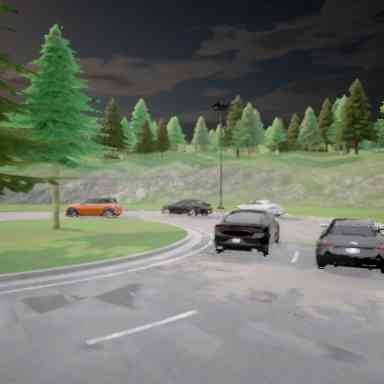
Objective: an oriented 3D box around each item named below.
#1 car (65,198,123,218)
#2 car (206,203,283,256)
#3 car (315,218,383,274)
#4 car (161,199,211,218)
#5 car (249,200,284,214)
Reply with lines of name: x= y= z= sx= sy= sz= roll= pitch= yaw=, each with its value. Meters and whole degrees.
car: x=-8.253 y=1.252 z=27.973 sx=4.553 sy=1.767 sz=2.097 roll=0 pitch=1 yaw=5
car: x=2.294 y=1.423 z=13.159 sx=1.882 sy=1.535 sz=5.008 roll=1 pitch=1 yaw=20
car: x=5.091 y=1.516 z=10.616 sx=1.994 sy=1.385 sz=4.181 roll=0 pitch=0 yaw=25
car: x=-0.528 y=1.391 z=29.265 sx=4.892 sy=1.490 sz=1.837 roll=0 pitch=-2 yaw=37
car: x=5.600 y=1.409 z=28.239 sx=1.812 sy=1.442 sz=4.674 roll=0 pitch=0 yaw=-36
